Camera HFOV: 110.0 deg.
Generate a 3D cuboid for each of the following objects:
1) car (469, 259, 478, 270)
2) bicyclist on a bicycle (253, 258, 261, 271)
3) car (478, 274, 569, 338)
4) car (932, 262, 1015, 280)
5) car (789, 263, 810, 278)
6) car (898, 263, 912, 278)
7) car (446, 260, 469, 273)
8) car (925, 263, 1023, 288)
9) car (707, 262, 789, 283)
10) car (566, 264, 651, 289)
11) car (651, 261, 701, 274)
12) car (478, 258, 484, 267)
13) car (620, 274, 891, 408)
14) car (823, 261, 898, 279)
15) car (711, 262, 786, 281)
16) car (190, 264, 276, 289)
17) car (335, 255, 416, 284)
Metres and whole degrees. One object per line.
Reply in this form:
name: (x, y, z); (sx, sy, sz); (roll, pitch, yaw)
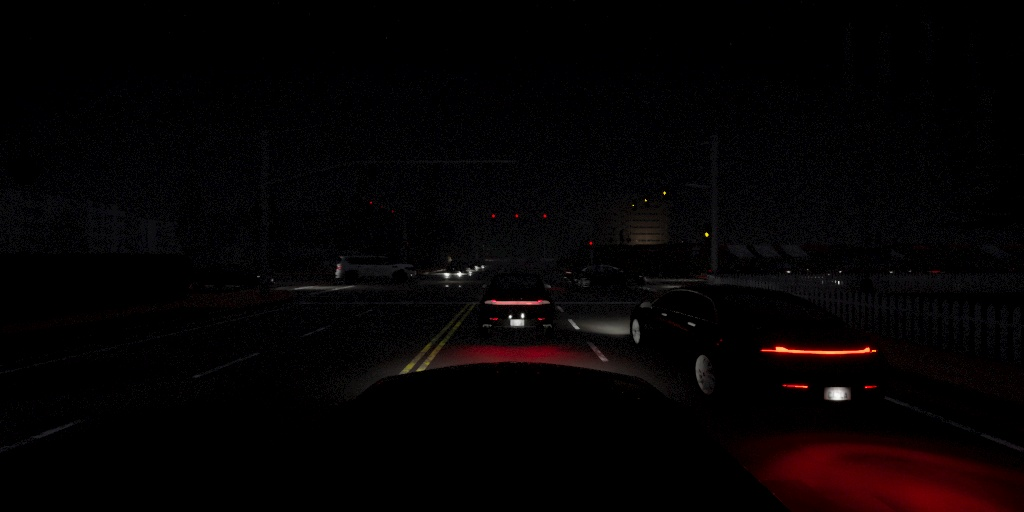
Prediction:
car: (-6.759, 1.276, 54.093); (1.812, 1.442, 4.674); (0, 0, 1)
bicyclist on a bicycle: (-26.163, 1.051, 36.762); (0.582, 1.620, 1.656); (0, 0, -3)
car: (0.133, 1.242, 10.243); (2.128, 1.511, 4.902); (0, 0, 0)
car: (38.885, 1.276, 30.282); (4.674, 1.442, 1.812); (0, 0, -1)
car: (24.670, 1.297, 33.534); (5.357, 1.411, 2.033); (0, 0, -1)
car: (34.494, 1.241, 33.710); (4.902, 1.511, 2.128); (0, 0, -1)
car: (-6.830, 1.255, 44.270); (1.837, 1.490, 4.892); (0, 0, 0)
car: (29.581, 1.241, 22.924); (4.902, 1.511, 2.128); (0, 0, -1)
car: (16.895, 1.255, 26.193); (4.892, 1.490, 1.837); (0, 0, -1)
car: (5.746, 1.241, 22.531); (4.902, 1.511, 2.128); (0, 0, 0)
car: (14.931, 1.255, 33.416); (4.892, 1.490, 1.837); (0, 0, 1)
car: (-6.653, 1.314, 64.136); (1.994, 1.385, 4.181); (0, 0, 1)
car: (3.588, 1.255, 6.337); (1.837, 1.490, 4.892); (0, 0, 1)
car: (28.885, 1.276, 30.102); (4.674, 1.442, 1.812); (0, 0, -1)
car: (19.625, 1.241, 29.938); (4.902, 1.511, 2.128); (0, 0, -1)
car: (-17.363, 1.241, 22.226); (4.902, 1.511, 2.128); (0, 0, -2)
car: (-10.040, 0.972, 26.661); (5.566, 2.045, 2.150); (0, 0, -12)
